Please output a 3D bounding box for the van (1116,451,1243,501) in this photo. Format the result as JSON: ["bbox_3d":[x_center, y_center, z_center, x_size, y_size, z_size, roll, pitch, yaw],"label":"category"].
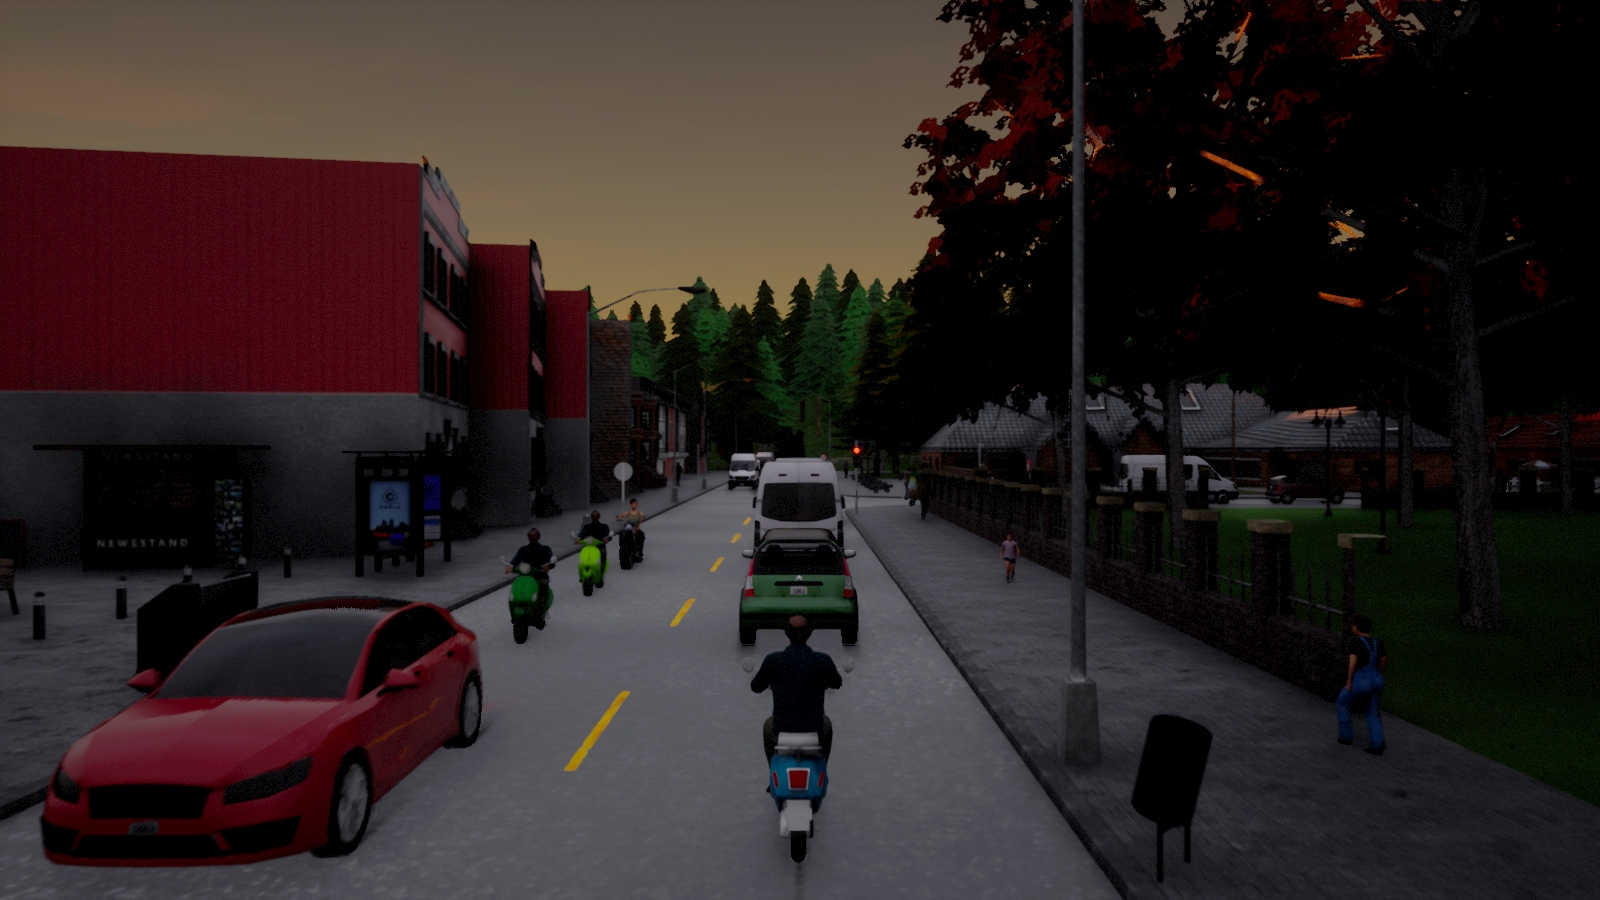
[{"bbox_3d":[19.594,1.314,59.131,5.915,2.561,1.988,0,0,1],"label":"van"}]

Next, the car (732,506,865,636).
[{"bbox_3d":[-0.021,1.780,17.853,1.851,1.617,3.988,0,0,0],"label":"car"}]

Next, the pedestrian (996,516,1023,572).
[{"bbox_3d":[4.251,1.904,23.172,0.500,1.100,0.500,0,0,7],"label":"pedestrian"}]

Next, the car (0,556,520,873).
[{"bbox_3d":[-4.019,1.841,9.409,2.231,1.480,4.892,0,0,0],"label":"car"}]

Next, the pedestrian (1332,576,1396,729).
[{"bbox_3d":[5.057,1.805,10.252,0.375,1.300,0.375,0,0,-7],"label":"pedestrian"}]

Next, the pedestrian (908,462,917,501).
[{"bbox_3d":[5.416,1.523,54.856,0.375,1.860,0.375,0,0,16],"label":"pedestrian"}]

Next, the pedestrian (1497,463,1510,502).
[{"bbox_3d":[33.272,1.525,54.015,0.375,1.860,0.375,0,0,-2],"label":"pedestrian"}]

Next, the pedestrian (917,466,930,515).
[{"bbox_3d":[4.681,1.525,43.321,0.375,1.860,0.375,0,0,-13],"label":"pedestrian"}]

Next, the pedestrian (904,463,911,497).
[{"bbox_3d":[5.915,1.629,62.809,0.375,1.860,0.375,0,0,14],"label":"pedestrian"}]

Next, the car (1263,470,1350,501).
[{"bbox_3d":[26.131,1.806,59.067,3.705,1.549,1.789,0,0,0],"label":"car"}]

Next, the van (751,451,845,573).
[{"bbox_3d":[-0.041,1.314,27.088,1.988,2.561,5.915,0,0,0],"label":"van"}]
